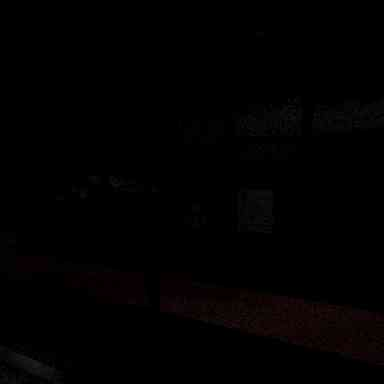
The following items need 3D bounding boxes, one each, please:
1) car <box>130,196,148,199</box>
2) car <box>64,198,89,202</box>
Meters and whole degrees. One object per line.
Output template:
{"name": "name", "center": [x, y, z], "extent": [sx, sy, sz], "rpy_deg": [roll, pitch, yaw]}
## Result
{"name": "car", "center": [-6.100, 1.254, 37.389], "extent": [2.128, 1.511, 4.902], "rpy_deg": [0, 0, 28]}
{"name": "car", "center": [-10.472, 1.287, 29.313], "extent": [1.837, 1.490, 4.892], "rpy_deg": [0, 0, 29]}
